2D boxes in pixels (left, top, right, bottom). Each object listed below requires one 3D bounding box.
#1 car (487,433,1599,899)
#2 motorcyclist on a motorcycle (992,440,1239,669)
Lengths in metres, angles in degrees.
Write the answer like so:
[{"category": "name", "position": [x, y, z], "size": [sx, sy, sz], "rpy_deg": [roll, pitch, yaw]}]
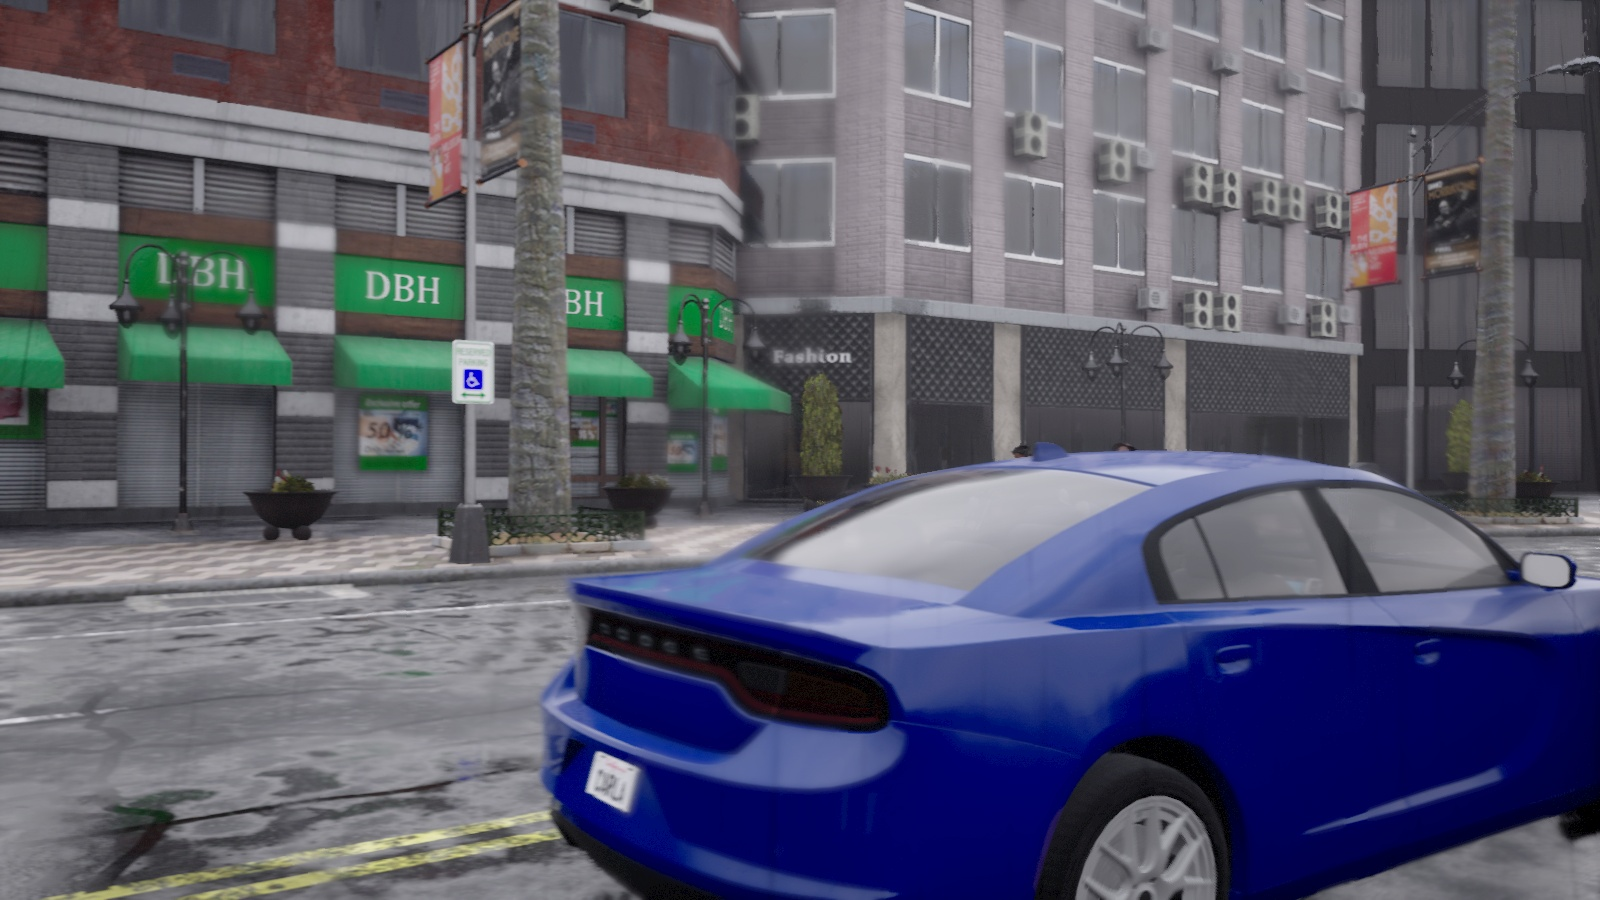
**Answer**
[{"category": "car", "position": [1.561, 0.737, 4.795], "size": [5.008, 1.535, 1.882], "rpy_deg": [0, 0, -35]}, {"category": "motorcyclist on a motorcycle", "position": [2.431, 0.729, 9.604], "size": [1.817, 1.590, 0.866], "rpy_deg": [0, 0, -36]}]
